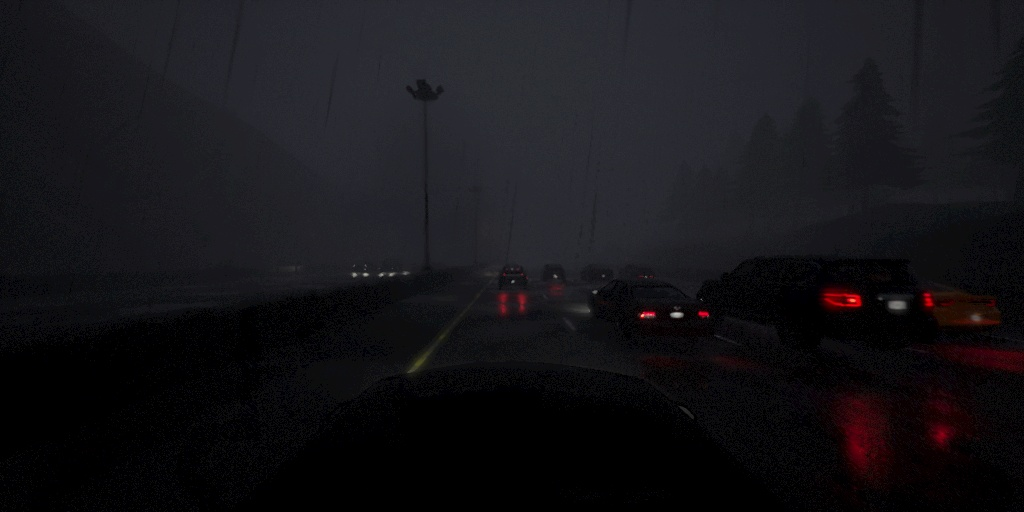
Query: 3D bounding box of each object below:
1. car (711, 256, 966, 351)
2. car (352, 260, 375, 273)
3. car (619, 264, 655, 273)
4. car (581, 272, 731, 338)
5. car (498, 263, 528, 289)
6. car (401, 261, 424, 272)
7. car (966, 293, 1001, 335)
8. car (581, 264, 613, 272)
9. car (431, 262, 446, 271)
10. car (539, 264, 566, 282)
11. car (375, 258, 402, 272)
[{"bbox_3d":[7.087,1.020,9.274,2.150,2.045,5.566,0,0,0],"label":"car"},{"bbox_3d":[-21.117,1.427,51.584,2.097,1.767,4.553,0,0,0],"label":"car"},{"bbox_3d":[10.550,1.442,30.581,1.837,1.490,4.892,0,0,0],"label":"car"},{"bbox_3d":[3.586,1.353,10.319,2.033,1.411,5.357,0,0,0],"label":"car"},{"bbox_3d":[0.061,1.388,24.353,2.128,1.511,4.902,0,0,0],"label":"car"},{"bbox_3d":[-14.105,1.630,52.564,2.033,1.411,5.357,0,0,1],"label":"car"},{"bbox_3d":[10.585,1.285,10.650,1.882,1.535,5.008,0,0,0],"label":"car"},{"bbox_3d":[7.051,1.412,30.122,1.882,1.535,5.008,0,0,0],"label":"car"},{"bbox_3d":[-10.621,1.579,51.056,1.837,1.490,4.892,0,-1,0],"label":"car"},{"bbox_3d":[3.548,1.448,31.448,1.837,1.490,4.892,0,0,0],"label":"car"},{"bbox_3d":[-17.606,1.309,52.622,2.150,2.045,5.566,0,-1,0],"label":"car"}]
